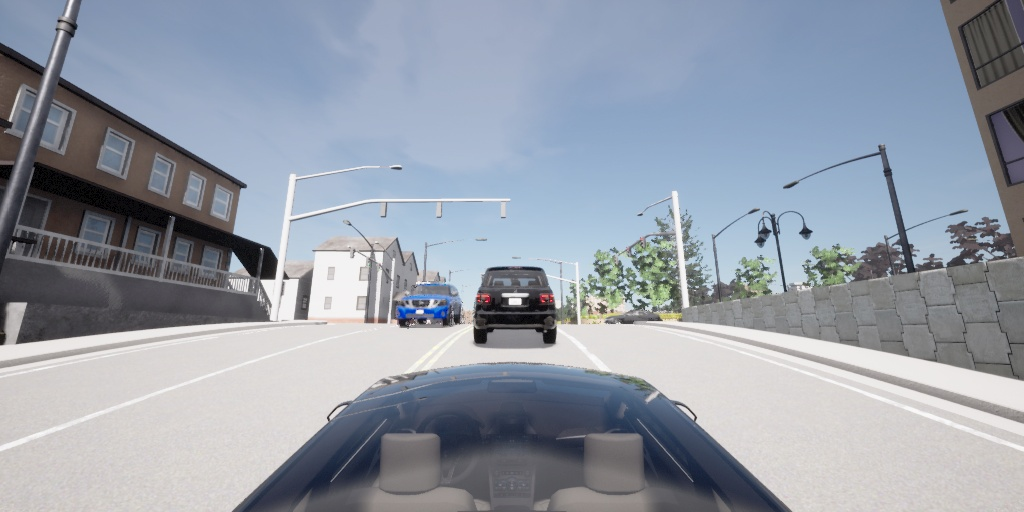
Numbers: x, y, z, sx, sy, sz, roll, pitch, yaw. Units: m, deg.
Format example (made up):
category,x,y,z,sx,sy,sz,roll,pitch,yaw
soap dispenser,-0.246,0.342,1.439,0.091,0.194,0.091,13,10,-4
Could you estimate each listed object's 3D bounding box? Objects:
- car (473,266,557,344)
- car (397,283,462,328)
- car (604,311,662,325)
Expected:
category,x,y,z,sx,sy,sz,roll,pitch,yaw
car,0.086,1.503,11.203,2.150,2.045,5.566,0,-7,0
car,-3.748,2.310,17.241,2.150,2.045,5.566,0,-9,-1
car,10.659,5.613,31.770,4.902,1.511,2.128,0,-12,1
